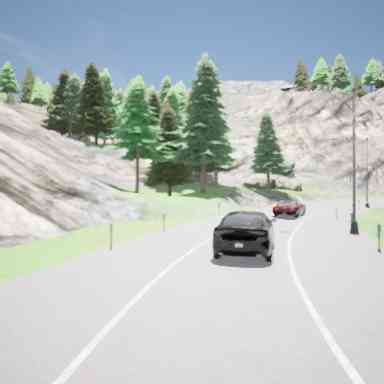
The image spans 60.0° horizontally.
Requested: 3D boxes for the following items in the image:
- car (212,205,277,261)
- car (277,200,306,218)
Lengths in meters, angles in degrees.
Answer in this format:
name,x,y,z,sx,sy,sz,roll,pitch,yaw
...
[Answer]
name,x,y,z,sx,sy,sz,roll,pitch,yaw
car,2.046,1.420,12.306,1.882,1.535,5.008,0,0,15
car,8.042,1.308,27.182,1.895,1.301,4.718,0,1,28
